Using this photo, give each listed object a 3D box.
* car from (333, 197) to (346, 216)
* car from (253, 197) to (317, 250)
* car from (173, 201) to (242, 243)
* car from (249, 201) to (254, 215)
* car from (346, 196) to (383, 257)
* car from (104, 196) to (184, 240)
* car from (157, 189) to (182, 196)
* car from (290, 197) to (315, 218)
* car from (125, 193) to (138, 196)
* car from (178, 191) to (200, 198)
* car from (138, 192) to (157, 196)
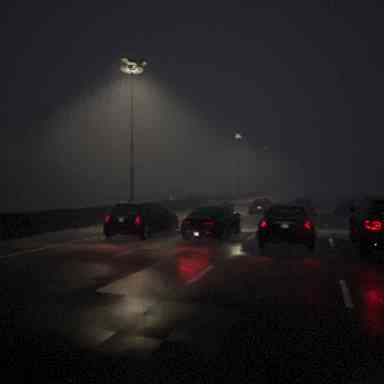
[{"bbox_3d":[13.426,1.194,28.832,1.882,1.535,5.008,0,1,21],"label":"car"},{"bbox_3d":[4.191,1.265,14.227,2.097,1.767,4.553,0,0,21],"label":"car"},{"bbox_3d":[1.059,1.409,15.835,1.837,1.490,4.892,0,1,21],"label":"car"},{"bbox_3d":[6.449,1.280,30.178,1.994,1.385,4.181,0,1,21],"label":"car"},{"bbox_3d":[7.184,1.154,12.252,2.150,2.045,5.566,0,1,21],"label":"car"},{"bbox_3d":[-2.366,1.248,16.677,2.097,1.767,4.553,0,0,21],"label":"car"},{"bbox_3d":[-3.191,0.535,54.689,2.150,2.045,5.566,0,1,21],"label":"car"},{"bbox_3d":[9.582,1.238,28.569,1.837,1.490,4.892,0,1,21],"label":"car"},{"bbox_3d":[-10.021,0.858,56.396,2.033,1.411,5.357,0,1,21],"label":"car"},{"bbox_3d":[-0.066,0.893,53.071,1.994,1.385,4.181,0,1,21],"label":"car"},{"bbox_3d":[-6.453,0.794,55.942,2.128,1.511,4.902,0,1,21],"label":"car"}]
